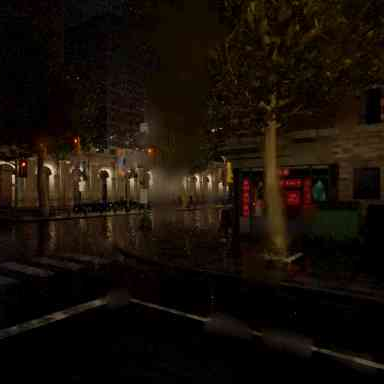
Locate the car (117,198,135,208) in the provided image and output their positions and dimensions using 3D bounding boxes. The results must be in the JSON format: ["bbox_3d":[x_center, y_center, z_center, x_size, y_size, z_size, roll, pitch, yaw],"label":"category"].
[{"bbox_3d":[-10.252,1.595,47.928,1.895,1.301,4.718,0,0,36],"label":"car"}]

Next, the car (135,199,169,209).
[{"bbox_3d":[-4.951,1.564,43.921,1.994,1.385,4.181,0,0,35],"label":"car"}]

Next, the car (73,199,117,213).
[{"bbox_3d":[-10.713,1.564,35.917,1.994,1.385,4.181,0,0,36],"label":"car"}]

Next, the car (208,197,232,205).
[{"bbox_3d":[4.862,1.547,57.455,2.033,1.411,5.357,0,0,36],"label":"car"}]
